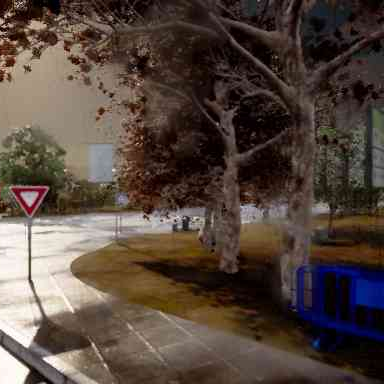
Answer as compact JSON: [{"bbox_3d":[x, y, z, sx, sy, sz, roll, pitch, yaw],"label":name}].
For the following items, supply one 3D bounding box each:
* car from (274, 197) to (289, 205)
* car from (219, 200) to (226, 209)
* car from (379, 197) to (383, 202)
[{"bbox_3d":[16.671,1.637,61.866,4.181,1.385,1.994,-3,1,-37],"label":"car"},{"bbox_3d":[4.339,2.077,52.519,4.902,1.511,2.128,-2,1,-37],"label":"car"},{"bbox_3d":[37.244,0.972,62.404,4.902,1.511,2.128,-2,1,-37],"label":"car"}]
